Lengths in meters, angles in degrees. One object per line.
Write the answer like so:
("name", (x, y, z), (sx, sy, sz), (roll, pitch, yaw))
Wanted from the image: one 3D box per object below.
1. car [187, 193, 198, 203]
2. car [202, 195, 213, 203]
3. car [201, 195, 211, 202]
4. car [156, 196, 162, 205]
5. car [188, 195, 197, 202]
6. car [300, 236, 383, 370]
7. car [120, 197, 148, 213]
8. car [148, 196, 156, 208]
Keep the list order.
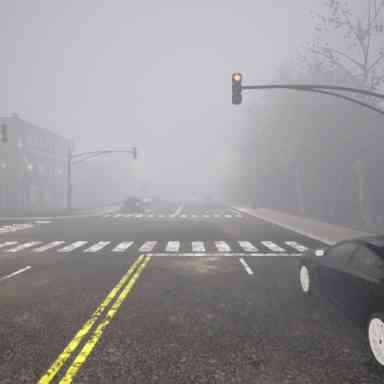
("car", (0.128, 1.196, 68.627), (2.150, 2.045, 5.566), (0, 0, 0))
("car", (3.382, 1.480, 68.959), (1.837, 1.490, 4.892), (0, 0, 0))
("car", (3.284, 1.494, 79.149), (2.128, 1.511, 4.902), (0, 0, 0))
("car", (-6.547, 1.485, 60.099), (1.837, 1.490, 4.892), (0, 0, 0))
("car", (0.034, 1.509, 79.270), (2.033, 1.411, 5.357), (0, 0, 0))
("car", (3.345, 1.477, 5.634), (1.882, 1.535, 5.008), (0, 0, 1))
("car", (-6.584, 1.341, 37.056), (2.097, 1.767, 4.553), (0, 0, 0))
("car", (-6.578, 1.586, 46.588), (1.895, 1.301, 4.718), (0, 0, 0))
